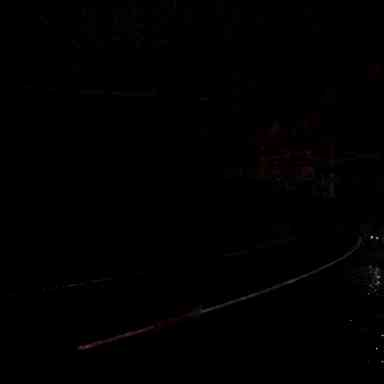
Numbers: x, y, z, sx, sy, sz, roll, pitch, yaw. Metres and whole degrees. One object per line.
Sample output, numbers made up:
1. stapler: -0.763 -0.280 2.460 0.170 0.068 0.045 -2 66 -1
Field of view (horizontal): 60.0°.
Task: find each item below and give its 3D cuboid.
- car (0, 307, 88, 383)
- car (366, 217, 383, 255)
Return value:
1. car: -3.059 1.548 2.031 4.674 1.442 1.812 1 -1 -35
2. car: 8.718 1.821 14.301 2.128 1.511 4.902 0 -2 32
